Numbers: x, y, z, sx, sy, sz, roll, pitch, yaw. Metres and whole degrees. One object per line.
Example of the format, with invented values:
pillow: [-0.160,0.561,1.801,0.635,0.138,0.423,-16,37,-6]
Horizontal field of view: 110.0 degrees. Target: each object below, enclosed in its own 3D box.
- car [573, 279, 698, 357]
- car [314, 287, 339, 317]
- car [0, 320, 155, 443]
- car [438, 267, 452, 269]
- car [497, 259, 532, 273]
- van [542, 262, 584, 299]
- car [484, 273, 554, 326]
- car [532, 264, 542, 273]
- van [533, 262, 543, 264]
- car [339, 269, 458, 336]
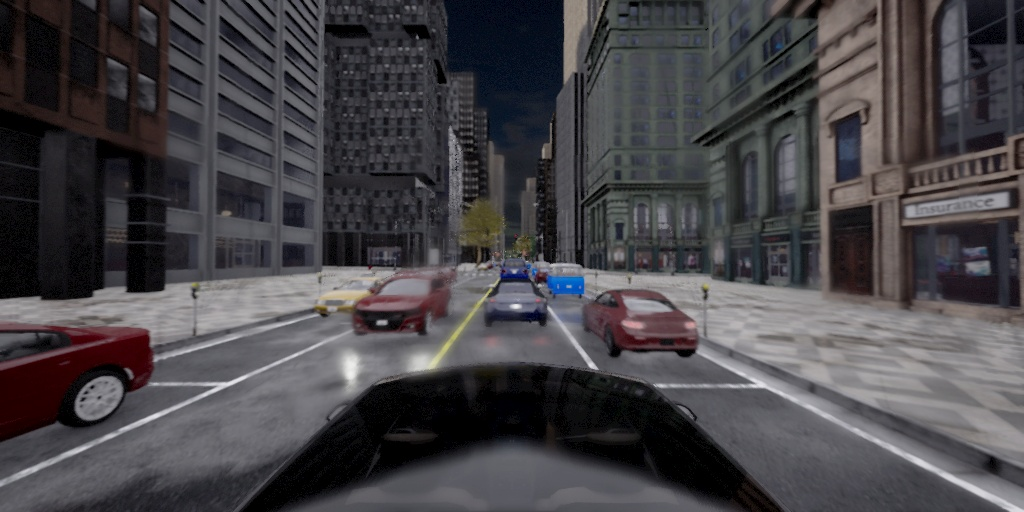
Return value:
car: [2.783,1.416,8.492,1.802,1.307,4.207,0,0,0]
car: [-5.748,1.411,13.890,1.751,1.417,4.829,0,0,0]
car: [-5.779,1.301,3.009,1.888,1.381,4.507,0,0,0]
car: [-5.717,1.561,25.109,1.888,1.381,4.507,0,0,0]
car: [0.175,1.286,28.467,2.150,2.045,5.566,0,-1,0]
van: [2.818,1.305,19.541,1.690,1.789,3.998,0,0,0]
car: [0.124,1.438,12.285,1.994,1.385,4.181,0,-1,0]
car: [2.854,1.640,30.590,1.888,1.381,4.507,0,0,0]
van: [2.872,1.502,36.114,1.690,1.789,3.998,0,0,0]
car: [-3.069,1.331,10.967,1.882,1.535,5.008,0,-1,0]
